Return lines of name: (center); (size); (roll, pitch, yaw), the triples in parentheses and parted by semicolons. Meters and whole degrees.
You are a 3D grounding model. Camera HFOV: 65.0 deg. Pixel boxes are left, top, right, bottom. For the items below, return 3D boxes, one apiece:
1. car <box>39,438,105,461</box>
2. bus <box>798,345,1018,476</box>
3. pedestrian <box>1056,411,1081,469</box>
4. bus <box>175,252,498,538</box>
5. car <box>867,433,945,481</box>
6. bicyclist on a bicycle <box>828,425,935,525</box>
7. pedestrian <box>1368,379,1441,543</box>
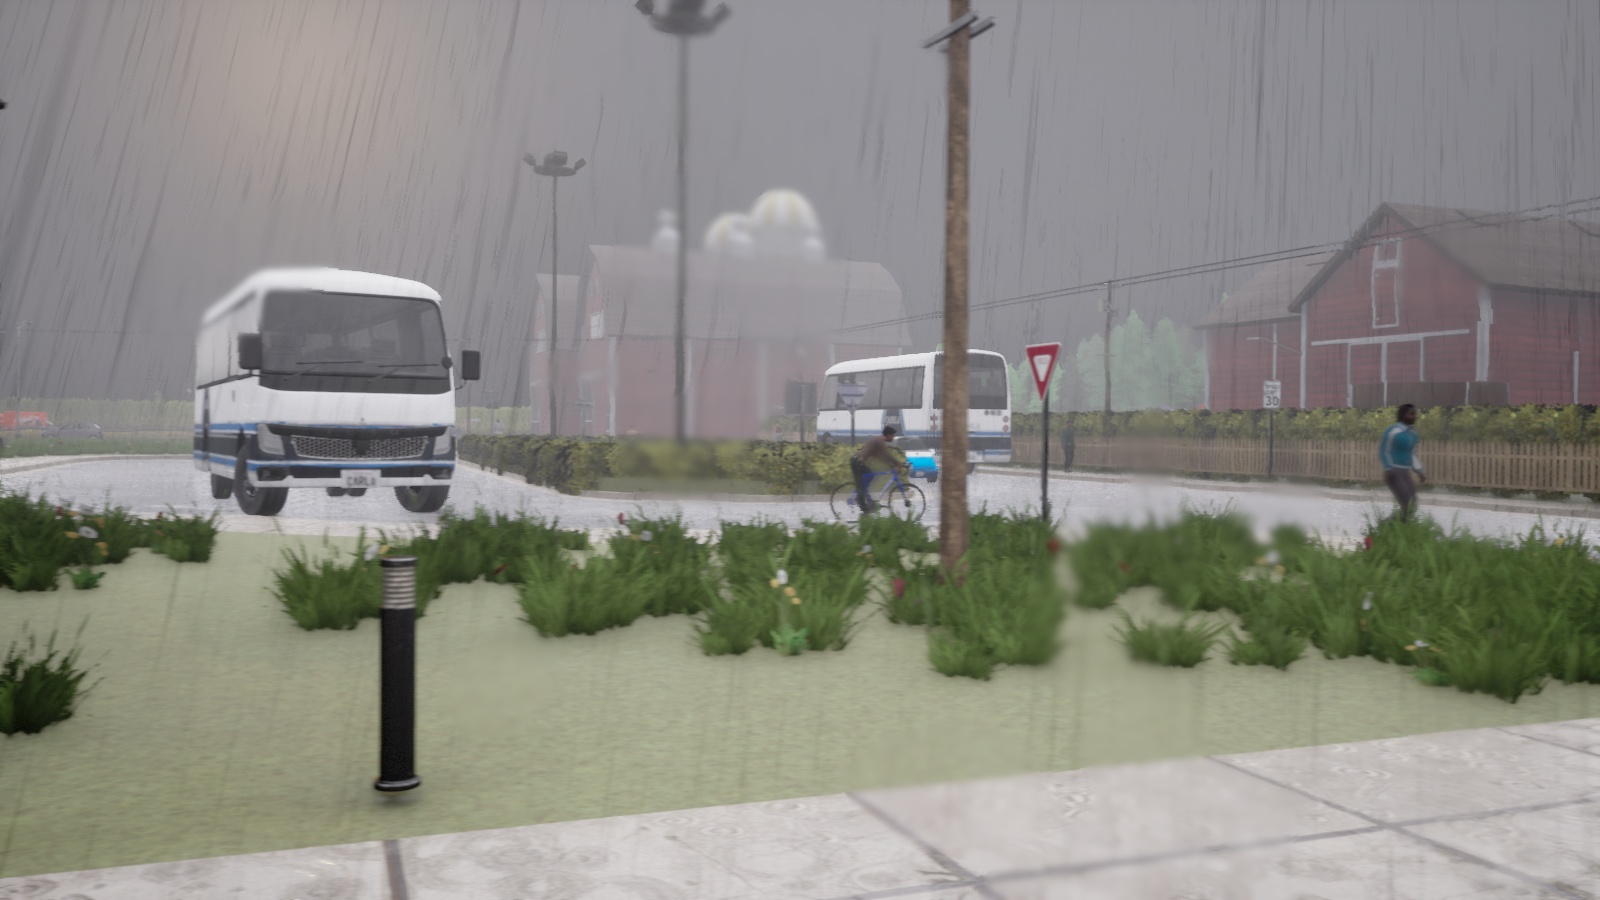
car: (-49.285, -0.036, 85.078); (3.633, 1.501, 1.845); (-1, 1, -21)
bus: (3.623, -1.375, 46.234); (3.944, 4.253, 10.273); (-1, 1, -21)
pedestrian: (9.150, -0.349, 42.841); (0.423, 1.949, 0.788); (-1, 1, -24)
bus: (-9.336, -0.870, 24.099); (3.944, 4.253, 10.273); (-1, 1, -31)
car: (3.164, 0.200, 37.764); (1.481, 1.376, 2.207); (-1, 1, -21)
bicyclist on a bicycle: (1.343, 0.396, 20.771); (1.656, 1.620, 0.582); (-1, 1, -12)
pedestrian: (7.330, 0.123, 15.230); (0.396, 1.930, 0.692); (-1, 1, -29)
